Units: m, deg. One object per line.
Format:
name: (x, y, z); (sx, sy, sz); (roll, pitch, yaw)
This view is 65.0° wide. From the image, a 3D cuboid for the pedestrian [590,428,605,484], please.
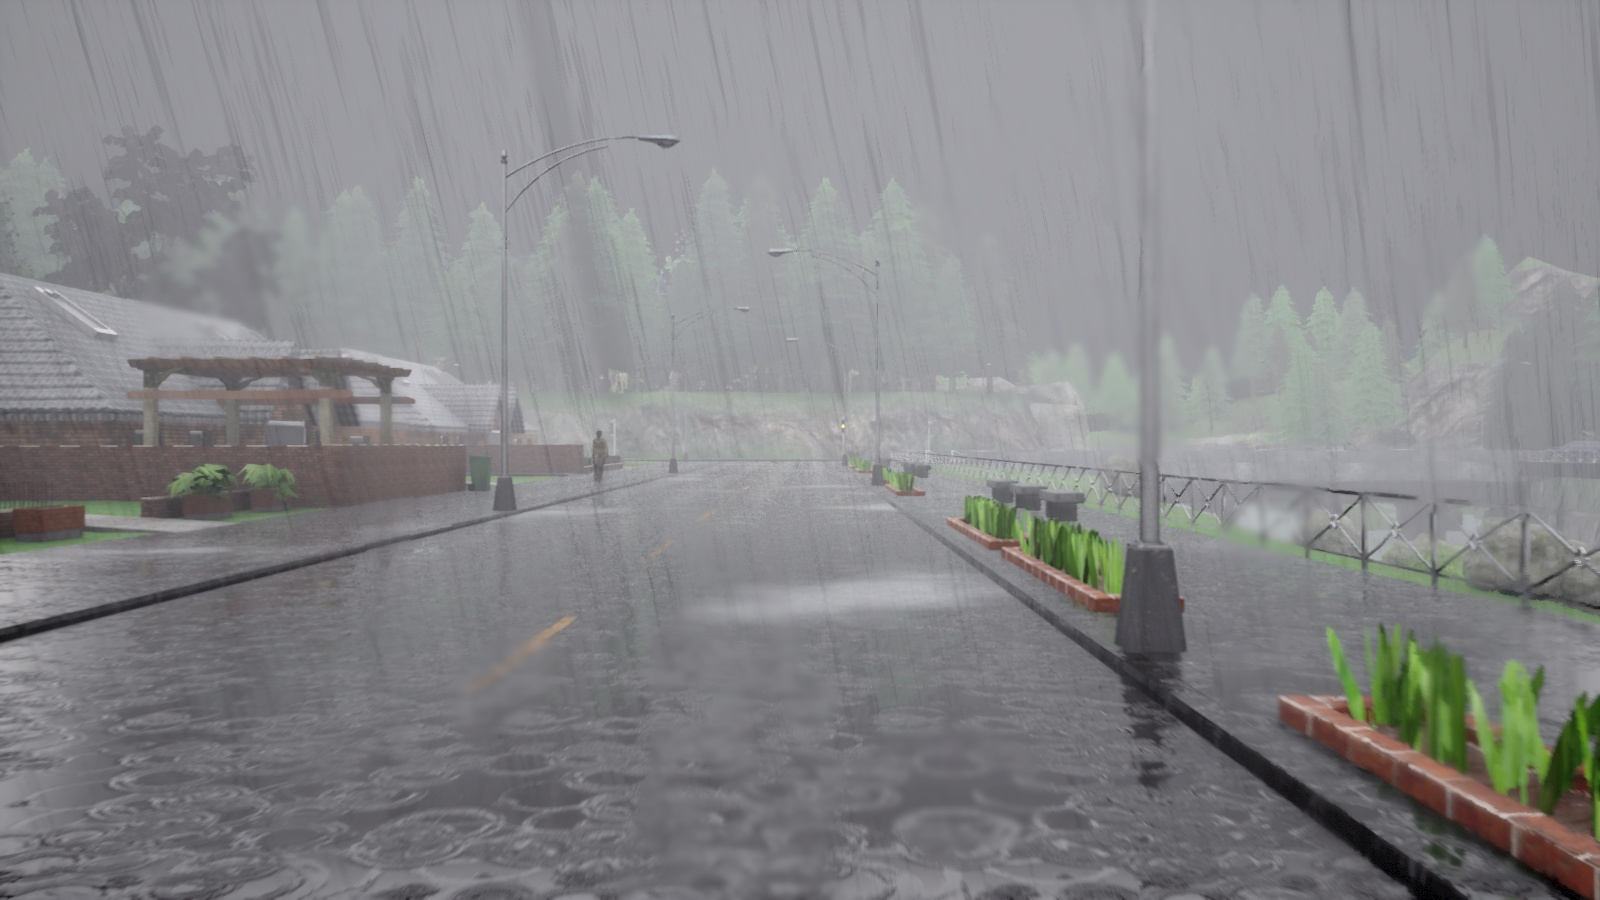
pedestrian: (-7.001, 0.206, 43.512); (0.396, 1.930, 0.692); (0, 0, 1)
